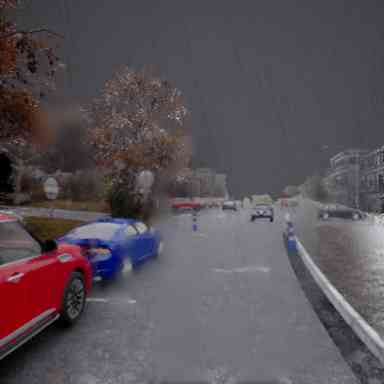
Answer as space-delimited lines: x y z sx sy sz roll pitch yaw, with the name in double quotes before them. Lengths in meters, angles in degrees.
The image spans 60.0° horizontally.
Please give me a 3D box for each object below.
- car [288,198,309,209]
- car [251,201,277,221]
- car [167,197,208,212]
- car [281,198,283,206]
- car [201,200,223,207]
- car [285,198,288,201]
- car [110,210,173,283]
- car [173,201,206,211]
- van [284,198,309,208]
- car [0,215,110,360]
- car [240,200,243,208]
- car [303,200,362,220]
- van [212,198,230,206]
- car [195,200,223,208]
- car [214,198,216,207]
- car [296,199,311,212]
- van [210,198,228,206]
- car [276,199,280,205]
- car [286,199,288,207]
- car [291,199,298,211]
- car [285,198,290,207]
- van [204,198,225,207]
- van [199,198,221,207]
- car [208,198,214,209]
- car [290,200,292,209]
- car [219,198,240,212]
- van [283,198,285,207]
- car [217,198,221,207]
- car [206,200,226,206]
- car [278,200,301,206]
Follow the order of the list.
"car" 17.000 2.106 48.058 4.892 1.521 2.231 1 -1 -8
"car" 6.285 1.789 29.536 2.033 1.411 5.357 0 -1 15
"car" -1.022 1.813 48.944 5.566 2.045 2.435 0 -1 -8
"car" 20.702 2.409 65.269 5.008 1.535 2.097 1 -1 -8
"car" 4.552 2.571 74.823 4.674 1.452 2.002 0 -1 -8
"car" 18.883 2.129 56.668 4.553 1.767 2.185 1 -1 -8
"car" -2.260 1.513 9.935 2.097 1.535 5.008 0 0 11
"car" -0.454 2.144 51.801 4.792 1.488 2.163 0 -1 -8
"van" 21.446 2.241 68.157 4.442 1.987 1.878 1 -1 -8
"car" -3.171 1.231 4.011 2.435 2.045 5.566 0 0 5
"car" 9.102 2.394 65.673 2.128 1.511 4.902 0 -1 13
"car" 13.271 1.811 30.865 4.892 1.521 2.231 1 -1 -8
"van" 7.772 2.607 89.239 4.442 1.987 1.878 0 -2 -8
"car" 3.489 2.416 69.101 5.366 1.575 1.946 0 -1 -8
"car" 1.411 2.293 60.436 4.792 1.488 2.163 0 -1 -8
"car" 14.519 1.909 36.593 4.892 1.521 2.231 1 0 -8
"van" 6.920 2.546 86.321 4.442 1.987 1.878 0 -1 -8
"car" 23.218 2.386 76.745 5.566 2.045 2.435 1 -1 -8
"car" 17.580 2.183 50.925 4.792 1.488 2.163 1 -1 -8
"car" 15.933 2.007 42.360 5.366 1.575 1.946 1 -1 -8
"car" 18.236 2.205 53.798 4.892 1.521 2.231 1 -1 -8
"van" 5.283 2.363 77.732 4.442 1.987 1.878 0 -2 -8
"van" 3.810 2.251 71.937 4.442 1.987 1.878 0 -1 -8
"car" 0.846 2.087 57.570 4.553 1.767 2.185 0 -1 -8
"car" 16.373 2.096 45.195 4.674 1.452 2.002 1 -1 -8
"car" 5.668 2.096 50.069 1.882 1.535 5.008 0 -1 12
"van" 19.978 2.128 62.383 4.442 1.987 1.878 1 -1 -8
"car" 2.691 2.367 66.194 4.892 1.521 2.231 0 -1 -8
"car" 5.791 2.689 80.584 4.674 1.452 2.002 0 -2 -8
"car" 25.848 2.884 88.227 5.366 1.575 1.946 1 -1 -8
